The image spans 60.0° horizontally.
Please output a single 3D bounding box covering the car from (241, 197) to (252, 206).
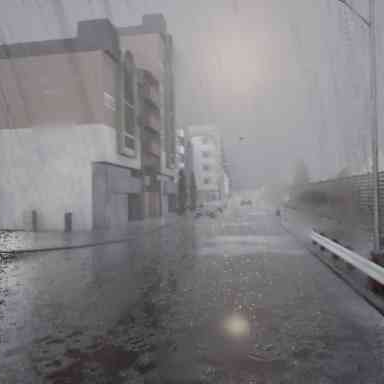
[{"bbox_3d":[10.500,1.775,64.240,2.097,1.767,4.553,-1,-1,9],"label":"car"}]

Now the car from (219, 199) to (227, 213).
[{"bbox_3d":[3.051,1.839,43.104,1.882,1.535,5.008,-1,-1,9],"label":"car"}]

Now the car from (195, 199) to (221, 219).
[{"bbox_3d":[1.458,1.799,32.995,1.837,1.490,4.892,-1,-1,9],"label":"car"}]
